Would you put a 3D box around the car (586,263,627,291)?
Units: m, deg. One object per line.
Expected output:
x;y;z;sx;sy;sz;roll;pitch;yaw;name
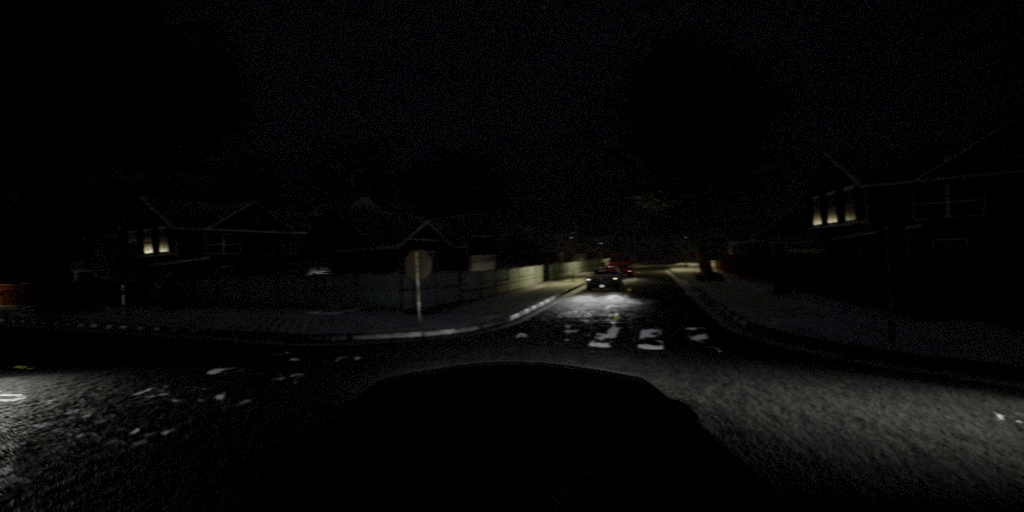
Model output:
5.709;1.343;21.820;1.895;1.301;4.718;-3;-1;21;car

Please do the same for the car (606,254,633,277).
10.207;0.888;33.802;2.150;2.045;5.566;-3;-1;21;car
